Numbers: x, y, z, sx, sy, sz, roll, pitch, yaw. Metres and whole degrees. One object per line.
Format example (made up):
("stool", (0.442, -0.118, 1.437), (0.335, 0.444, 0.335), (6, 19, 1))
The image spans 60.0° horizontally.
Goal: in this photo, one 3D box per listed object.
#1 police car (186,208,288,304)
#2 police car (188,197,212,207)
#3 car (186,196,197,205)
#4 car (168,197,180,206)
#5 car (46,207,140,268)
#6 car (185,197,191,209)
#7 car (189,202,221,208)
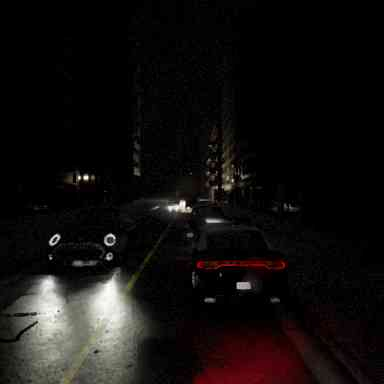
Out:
("police car", (0.897, 1.428, 8.372), (1.930, 1.638, 5.238), (0, 0, 0))
("police car", (0.892, 1.439, 24.372), (1.930, 1.638, 5.238), (0, 0, 0))
("car", (-0.019, 1.555, 59.844), (1.882, 1.535, 5.008), (0, 0, 0))
("car", (-3.019, 1.557, 56.477), (2.128, 1.511, 4.902), (0, 0, 0))
("car", (-3.104, 1.355, 11.300), (2.097, 1.767, 4.553), (0, 0, 0))
("car", (-0.003, 1.547, 46.242), (1.837, 1.490, 4.892), (0, 0, 0))
("car", (0.895, 1.514, 18.262), (1.837, 1.490, 4.892), (0, 0, 0))
